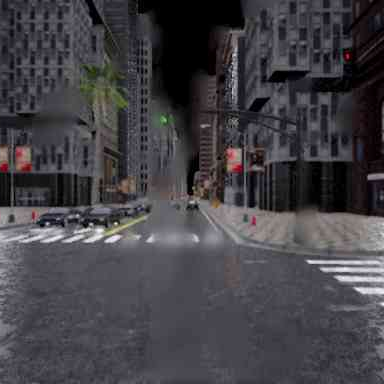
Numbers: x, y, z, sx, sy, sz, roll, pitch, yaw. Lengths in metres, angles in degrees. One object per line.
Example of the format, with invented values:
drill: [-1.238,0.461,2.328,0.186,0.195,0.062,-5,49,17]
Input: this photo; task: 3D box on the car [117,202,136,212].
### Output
car: [-9.831,2.245,50.497,1.895,1.301,4.718,0,-1,0]

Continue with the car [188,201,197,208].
car: [0.062,2.445,65.332,1.812,1.442,4.674,0,-1,0]

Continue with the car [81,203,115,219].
car: [-9.852,1.951,35.427,2.033,1.411,5.357,0,-1,0]

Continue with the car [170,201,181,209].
car: [-3.198,2.479,65.105,1.994,1.385,4.181,0,-1,0]

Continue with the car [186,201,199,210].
car: [0.092,2.202,54.993,1.882,1.535,5.008,0,-1,0]

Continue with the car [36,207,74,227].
car: [-9.853,1.816,25.356,2.033,1.411,5.357,0,-1,0]

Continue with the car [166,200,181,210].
car: [-3.159,2.075,54.906,2.097,1.767,4.553,0,-1,0]

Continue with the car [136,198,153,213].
car: [-6.595,1.771,44.899,2.150,2.045,5.566,0,-1,0]

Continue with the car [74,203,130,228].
car: [-6.578,1.811,24.961,2.033,1.411,5.357,0,-1,4]

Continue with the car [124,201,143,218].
car: [-6.598,1.950,34.203,1.994,1.385,4.181,0,-1,0]
